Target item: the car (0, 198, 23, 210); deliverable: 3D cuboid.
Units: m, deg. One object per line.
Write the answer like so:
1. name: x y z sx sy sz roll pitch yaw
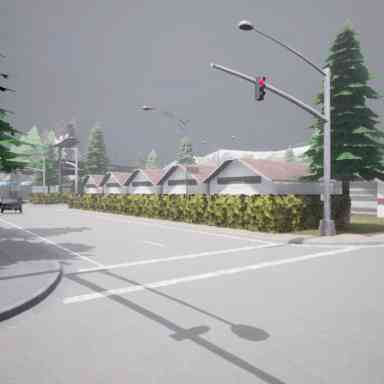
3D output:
1. car: -19.193 1.337 34.970 1.882 1.535 5.008 0 0 -37
